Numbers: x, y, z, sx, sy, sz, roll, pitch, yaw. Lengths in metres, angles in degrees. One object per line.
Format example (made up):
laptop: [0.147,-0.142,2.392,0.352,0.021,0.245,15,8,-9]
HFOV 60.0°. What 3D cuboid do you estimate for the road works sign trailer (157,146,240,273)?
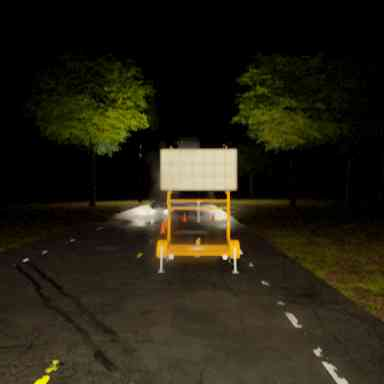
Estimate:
road works sign trailer: [0.209,0.378,10.326,2.380,3.560,2.880,0,0,2]

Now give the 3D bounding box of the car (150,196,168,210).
car: [-3.639,1.210,38.381,1.837,1.490,4.892,0,0,0]
